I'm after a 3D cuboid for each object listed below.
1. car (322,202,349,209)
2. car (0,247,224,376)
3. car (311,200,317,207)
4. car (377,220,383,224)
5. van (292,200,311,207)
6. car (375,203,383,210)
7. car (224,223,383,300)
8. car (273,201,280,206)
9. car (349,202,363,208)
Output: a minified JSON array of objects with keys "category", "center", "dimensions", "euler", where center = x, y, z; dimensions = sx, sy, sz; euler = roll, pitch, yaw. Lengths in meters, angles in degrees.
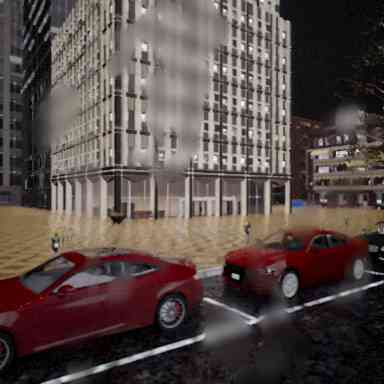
[{"category":"car","center":[28.516,2.718,67.032],"dimensions":[1.887,1.381,4.507],"euler":[-1,0,-36]},{"category":"car","center":[-1.724,1.597,5.336],"dimensions":[4.206,1.307,1.802],"euler":[1,-1,-35]},{"category":"car","center":[28.431,2.807,81.594],"dimensions":[1.967,1.590,4.097],"euler":[-1,0,-36]},{"category":"car","center":[7.280,1.669,11.750],"dimensions":[4.403,1.369,2.008],"euler":[1,-1,-35]},{"category":"van","center":[23.599,2.638,73.920],"dimensions":[1.690,1.788,3.998],"euler":[-1,0,-36]},{"category":"car","center":[34.592,2.572,58.555],"dimensions":[2.008,1.369,4.403],"euler":[-1,0,-36]},{"category":"car","center":[2.778,1.611,8.543],"dimensions":[4.507,1.381,1.887],"euler":[1,-1,-35]},{"category":"car","center":[21.901,3.112,90.615],"dimensions":[1.802,1.307,4.206],"euler":[-1,0,-36]},{"category":"car","center":[35.022,2.786,72.614],"dimensions":[1.802,1.307,4.206],"euler":[-1,0,-36]}]
